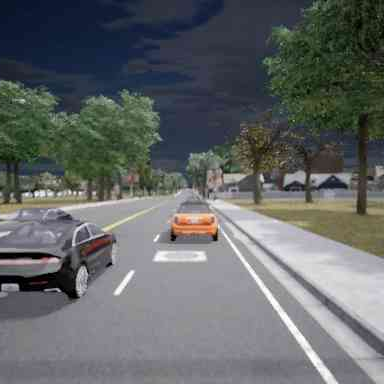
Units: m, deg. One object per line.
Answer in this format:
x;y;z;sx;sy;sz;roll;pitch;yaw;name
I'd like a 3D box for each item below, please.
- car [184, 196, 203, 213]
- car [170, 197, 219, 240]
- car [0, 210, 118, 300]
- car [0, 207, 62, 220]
0.113;1.245;34.548;1.837;1.490;4.892;0;0;0;car
0.107;1.223;16.158;2.097;1.767;4.553;0;0;0;car
-3.145;1.424;8.186;2.128;1.511;4.902;0;0;0;car
-6.494;1.389;13.761;2.128;1.511;4.902;0;0;0;car
